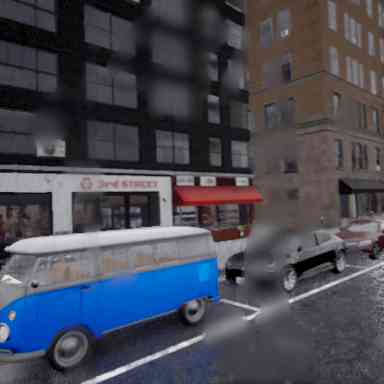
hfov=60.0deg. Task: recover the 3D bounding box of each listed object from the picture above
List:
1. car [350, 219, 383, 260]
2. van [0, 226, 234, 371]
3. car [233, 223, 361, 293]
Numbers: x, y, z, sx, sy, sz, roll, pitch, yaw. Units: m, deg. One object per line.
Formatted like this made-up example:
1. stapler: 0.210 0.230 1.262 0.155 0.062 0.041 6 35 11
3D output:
1. car: 6.941 1.739 13.140 4.206 1.307 1.802 -1 -2 -42
2. van: -1.306 1.578 5.853 3.998 1.788 1.690 -1 -2 -42
3. car: 2.821 1.763 9.493 4.313 1.339 1.947 -1 -2 -42
